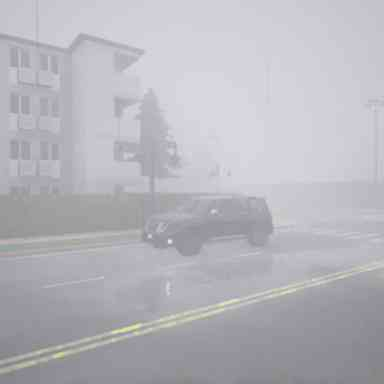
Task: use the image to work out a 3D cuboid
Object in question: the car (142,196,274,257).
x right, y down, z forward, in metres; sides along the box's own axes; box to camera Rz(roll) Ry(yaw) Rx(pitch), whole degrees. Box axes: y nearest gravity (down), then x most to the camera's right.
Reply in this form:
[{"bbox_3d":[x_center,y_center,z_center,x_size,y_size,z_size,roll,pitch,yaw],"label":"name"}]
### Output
[{"bbox_3d":[0.818,1.181,13.109,5.566,2.045,2.150,0,0,-35],"label":"car"}]
